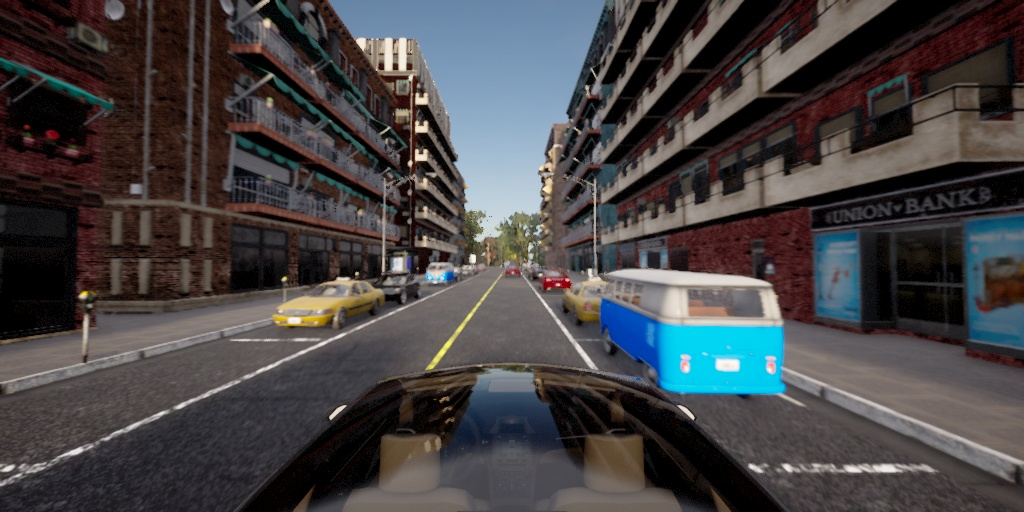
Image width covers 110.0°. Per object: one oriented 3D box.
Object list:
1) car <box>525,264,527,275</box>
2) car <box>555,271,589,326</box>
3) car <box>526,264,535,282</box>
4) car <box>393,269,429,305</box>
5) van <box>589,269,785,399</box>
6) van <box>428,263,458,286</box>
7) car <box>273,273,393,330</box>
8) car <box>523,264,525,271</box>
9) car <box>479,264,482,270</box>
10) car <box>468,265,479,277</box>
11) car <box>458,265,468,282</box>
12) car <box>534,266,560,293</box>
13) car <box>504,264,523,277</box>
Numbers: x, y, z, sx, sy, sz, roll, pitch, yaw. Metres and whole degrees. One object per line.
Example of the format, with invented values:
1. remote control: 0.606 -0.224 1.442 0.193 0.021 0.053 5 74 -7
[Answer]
1. car: 2.660 1.817 39.759 1.802 1.307 4.207 0 0 0
2. car: 2.699 1.405 12.076 1.751 1.417 4.829 0 0 0
3. car: 2.660 1.730 34.188 1.948 1.339 4.313 0 0 0
4. car: -5.689 1.517 17.516 1.948 1.339 4.313 0 0 0
5. van: 2.695 1.150 6.335 1.690 1.789 3.998 0 0 0
6. van: -5.689 1.434 28.658 1.690 1.789 3.998 0 0 0
7. car: -5.689 1.406 11.775 1.751 1.417 4.829 0 0 0
8. car: 2.660 1.927 50.900 2.007 1.370 4.403 0 0 0
9. car: -5.688 1.960 50.940 1.802 1.307 4.207 0 0 0
10. car: -5.688 1.857 45.370 2.007 1.370 4.403 0 0 0
11. car: -5.688 1.715 34.227 2.007 1.370 4.403 0 0 0
12. car: 2.671 1.567 23.047 1.888 1.381 4.507 0 0 0
13. car: 0.102 1.808 43.476 1.812 1.442 4.674 0 -1 0
